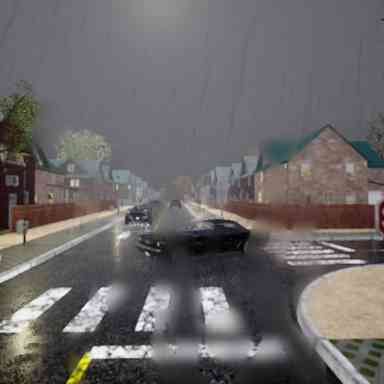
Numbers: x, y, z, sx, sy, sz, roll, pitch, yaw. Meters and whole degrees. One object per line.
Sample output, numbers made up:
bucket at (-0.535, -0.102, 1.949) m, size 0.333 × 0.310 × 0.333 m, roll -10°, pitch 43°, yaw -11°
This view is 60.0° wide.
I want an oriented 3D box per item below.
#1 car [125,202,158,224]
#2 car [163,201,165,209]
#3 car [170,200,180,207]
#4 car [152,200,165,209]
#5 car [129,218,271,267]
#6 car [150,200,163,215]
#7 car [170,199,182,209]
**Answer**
car at (-3.956, 1.710, 25.778) m, size 1.994 × 1.385 × 4.181 m, roll 0°, pitch 0°, yaw -2°
car at (-5.001, 1.852, 44.900) m, size 1.812 × 1.442 × 4.674 m, roll 0°, pitch -1°, yaw -3°
car at (-3.267, 2.167, 65.218) m, size 1.895 × 1.301 × 4.718 m, roll 0°, pitch -1°, yaw -3°
car at (-5.504, 2.000, 54.769) m, size 1.994 × 1.385 × 4.181 m, roll 0°, pitch -1°, yaw -3°
car at (0.440, 1.656, 11.720) m, size 4.718 × 1.301 × 1.895 m, roll 0°, pitch -1°, yaw -31°
car at (-4.476, 1.774, 35.147) m, size 2.033 × 1.411 × 5.357 m, roll 0°, pitch -1°, yaw -3°
car at (-2.699, 1.942, 54.789) m, size 1.837 × 1.490 × 4.892 m, roll 0°, pitch -1°, yaw -3°
